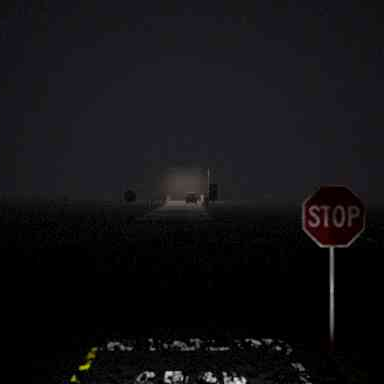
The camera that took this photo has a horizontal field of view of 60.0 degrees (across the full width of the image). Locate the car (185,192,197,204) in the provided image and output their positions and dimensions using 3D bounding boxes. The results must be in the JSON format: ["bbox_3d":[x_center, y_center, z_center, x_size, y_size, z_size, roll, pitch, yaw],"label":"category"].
[{"bbox_3d":[-0.123,1.316,60.741,2.097,1.767,4.553,0,0,0],"label":"car"}]

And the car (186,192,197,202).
[{"bbox_3d":[-0.144,1.066,70.806,2.150,2.045,5.566,0,0,0],"label":"car"}]
